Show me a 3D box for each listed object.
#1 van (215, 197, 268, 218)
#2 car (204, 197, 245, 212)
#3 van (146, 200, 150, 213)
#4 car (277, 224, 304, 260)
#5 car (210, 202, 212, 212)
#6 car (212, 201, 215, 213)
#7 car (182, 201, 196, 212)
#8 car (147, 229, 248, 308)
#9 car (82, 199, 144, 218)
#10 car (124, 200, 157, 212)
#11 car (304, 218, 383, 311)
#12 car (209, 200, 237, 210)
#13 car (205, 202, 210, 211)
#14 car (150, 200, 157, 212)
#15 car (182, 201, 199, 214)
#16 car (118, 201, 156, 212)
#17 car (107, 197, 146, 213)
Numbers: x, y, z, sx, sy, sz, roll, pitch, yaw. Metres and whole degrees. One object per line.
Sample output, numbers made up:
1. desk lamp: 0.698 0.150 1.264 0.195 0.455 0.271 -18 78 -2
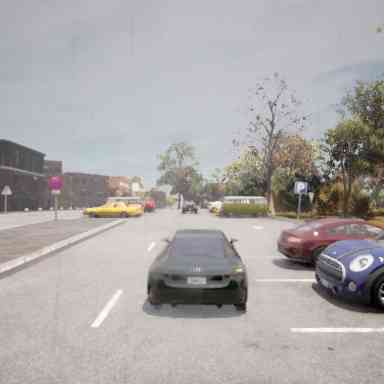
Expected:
1. van: 4.733 1.438 31.120 4.442 1.987 1.878 0 -1 -1
2. car: 4.629 1.830 47.751 5.566 2.045 2.435 0 -2 -1
3. van: -7.368 1.579 37.600 4.442 1.987 1.878 0 -1 -1
4. car: 5.030 1.531 10.324 4.674 1.452 2.002 0 0 -1
5. car: 4.981 1.769 36.572 5.366 1.575 1.946 0 -1 -1
6. car: 5.007 1.713 33.912 5.366 1.575 1.946 0 -1 -1
7. car: -0.460 2.208 51.521 1.882 1.535 5.008 0 -2 2
8. car: 0.178 1.574 8.017 1.994 1.385 4.181 0 0 3
9. car: -7.608 1.679 31.639 5.366 1.575 1.946 0 -1 -1
10. car: -7.609 2.027 49.736 4.553 1.767 2.185 0 -2 -1
11. car: 5.107 1.359 7.154 4.553 1.767 2.185 0 0 0
12. car: 5.620 2.398 59.783 4.553 1.767 2.097 1 -3 -18
13. car: 4.709 1.662 42.292 5.566 2.045 2.435 0 -2 -1
14. car: -7.525 1.714 43.790 5.566 2.045 2.435 0 -2 -1
15. car: -0.251 1.946 41.649 1.812 1.442 4.674 0 -2 -1
16. car: -7.591 2.057 46.698 5.008 1.535 2.097 0 -2 -1
17. car: -7.422 1.610 34.561 4.553 1.767 2.185 0 -1 -1
